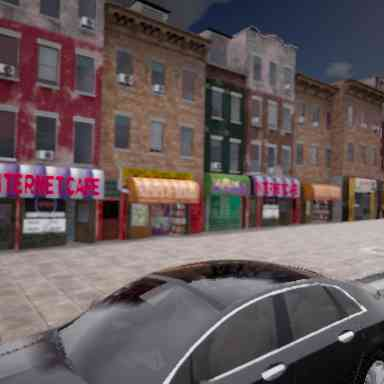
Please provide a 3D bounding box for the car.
[{"bbox_3d":[0.133,1.515,3.156,4.892,1.490,1.837,1,0,-35],"label":"car"}]
